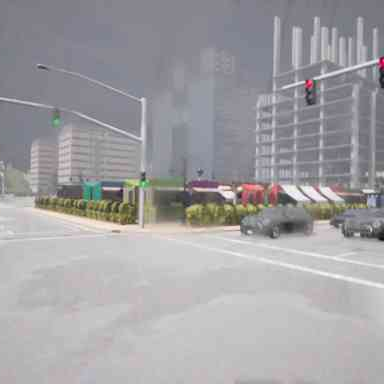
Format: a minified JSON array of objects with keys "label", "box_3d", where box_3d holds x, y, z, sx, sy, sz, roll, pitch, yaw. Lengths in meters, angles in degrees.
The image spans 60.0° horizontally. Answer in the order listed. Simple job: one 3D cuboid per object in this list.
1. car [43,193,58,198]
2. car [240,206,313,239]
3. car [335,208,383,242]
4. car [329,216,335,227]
[{"label":"car","box_3d":[-29.273,1.100,71.915,3.866,1.878,1.905,1,-1,-38]},{"label":"car","box_3d":[4.850,1.578,18.870,4.553,1.767,2.097,1,-1,-37]},{"label":"car","box_3d":[10.401,1.684,18.715,4.553,1.767,2.097,1,-1,-38]},{"label":"car","box_3d":[12.357,1.958,24.632,5.357,1.411,2.033,1,-1,-38]}]
